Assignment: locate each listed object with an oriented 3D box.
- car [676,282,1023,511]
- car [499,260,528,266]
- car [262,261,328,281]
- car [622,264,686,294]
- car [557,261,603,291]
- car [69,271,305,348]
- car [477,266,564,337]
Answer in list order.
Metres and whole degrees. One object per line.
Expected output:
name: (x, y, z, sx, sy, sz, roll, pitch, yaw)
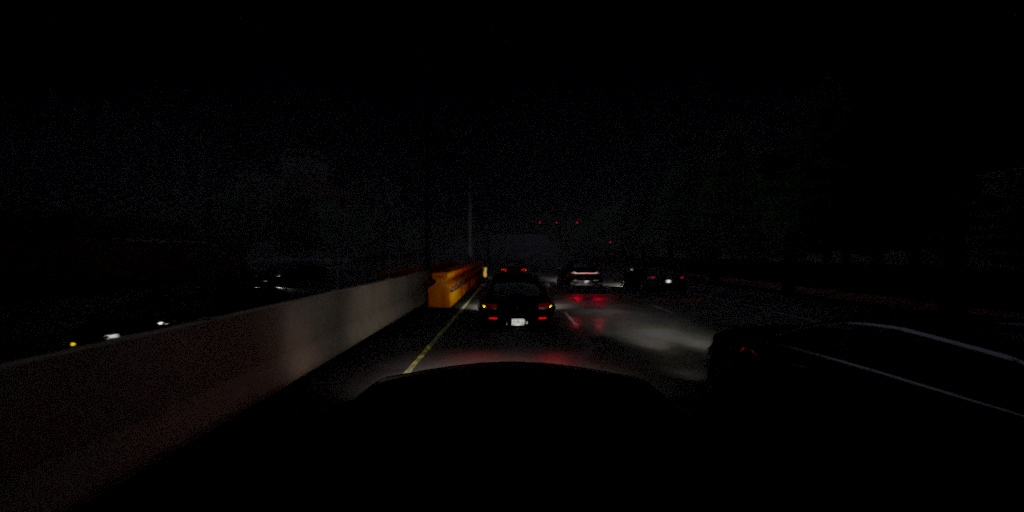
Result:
car: (3.601, 1.223, 3.013, 2.128, 1.511, 4.902, 0, 1, 0)
car: (0.111, 0.978, 24.149, 1.812, 1.442, 4.674, 0, 1, 0)
car: (-14.034, 1.014, 23.107, 2.033, 1.411, 5.357, 0, 1, 1)
car: (7.109, 1.093, 18.287, 1.994, 1.385, 4.181, 0, 1, 0)
car: (3.604, 1.002, 19.624, 2.128, 1.511, 4.902, 0, 1, 1)
car: (-7.093, 1.226, 8.336, 1.994, 1.385, 4.181, 0, 1, 0)
car: (0.101, 1.169, 9.730, 1.812, 1.442, 4.674, 0, 1, -1)
